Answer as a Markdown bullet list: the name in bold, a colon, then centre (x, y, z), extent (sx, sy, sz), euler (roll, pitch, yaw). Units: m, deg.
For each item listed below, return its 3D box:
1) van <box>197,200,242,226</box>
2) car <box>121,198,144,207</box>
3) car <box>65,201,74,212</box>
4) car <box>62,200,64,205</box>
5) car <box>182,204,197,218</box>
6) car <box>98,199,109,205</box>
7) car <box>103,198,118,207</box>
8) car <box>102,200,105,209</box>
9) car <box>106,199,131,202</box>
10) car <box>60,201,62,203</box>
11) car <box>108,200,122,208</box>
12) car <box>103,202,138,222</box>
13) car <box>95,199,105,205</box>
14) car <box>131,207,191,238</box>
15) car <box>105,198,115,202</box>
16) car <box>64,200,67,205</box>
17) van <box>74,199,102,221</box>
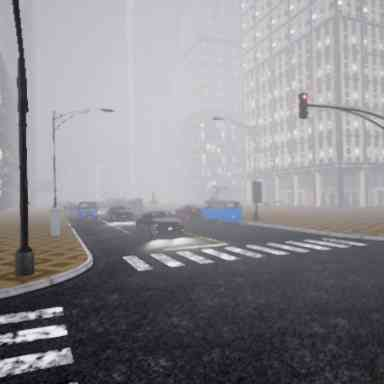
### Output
- **van**: centre (2.149, 1.498, 24.898), extent (1.690, 1.788, 3.998), euler (-1, 0, -23)
- **car**: centre (-8.729, 1.843, 50.362), extent (2.192, 1.841, 5.009), euler (-1, 0, -23)
- **car**: centre (-16.442, 2.237, 47.099), extent (1.947, 1.339, 4.313), euler (-1, 0, -23)
- **car**: centre (-22.906, 2.472, 62.407), extent (1.802, 1.307, 4.206), euler (-1, 0, -23)
- **car**: centre (-0.085, 1.777, 29.963), extent (1.887, 1.381, 4.507), euler (-1, 0, -23)
- **car**: centre (-21.653, 2.516, 80.976), extent (2.008, 1.369, 4.403), euler (-1, 0, -23)
- **car**: centre (-17.348, 2.135, 70.773), extent (2.192, 1.841, 5.009), euler (-1, 0, -23)
- **car**: centre (-14.927, 2.150, 50.383), extent (2.128, 1.511, 4.902), euler (-1, 0, -23)
- **car**: centre (-10.883, 2.111, 48.609), extent (2.033, 1.411, 5.357), euler (-1, 0, -23)
- **car**: centre (-31.526, 2.764, 82.817), extent (1.802, 1.307, 4.206), euler (-1, 0, -23)
- **car**: centre (-15.189, 2.313, 65.669), extent (1.947, 1.339, 4.313), euler (-1, 0, -23)
- **car**: centre (-6.638, 1.935, 30.531), extent (1.994, 1.385, 4.181), euler (-1, 0, -23)
- **car**: centre (-23.875, 2.566, 86.236), extent (1.752, 1.417, 4.829), euler (-1, 0, -23)
- **car**: centre (-1.925, 1.775, 19.367), extent (1.994, 1.385, 4.181), euler (-1, 0, -23)
- **car**: centre (-14.888, 2.246, 58.033), extent (2.033, 1.411, 5.357), euler (-1, 0, -23)
- **car**: centre (-18.597, 2.295, 52.201), extent (2.008, 1.369, 4.403), euler (-1, 0, -23)
- **van**: centre (-9.982, 1.791, 31.793), extent (1.690, 1.788, 3.998), euler (-1, 0, -23)
